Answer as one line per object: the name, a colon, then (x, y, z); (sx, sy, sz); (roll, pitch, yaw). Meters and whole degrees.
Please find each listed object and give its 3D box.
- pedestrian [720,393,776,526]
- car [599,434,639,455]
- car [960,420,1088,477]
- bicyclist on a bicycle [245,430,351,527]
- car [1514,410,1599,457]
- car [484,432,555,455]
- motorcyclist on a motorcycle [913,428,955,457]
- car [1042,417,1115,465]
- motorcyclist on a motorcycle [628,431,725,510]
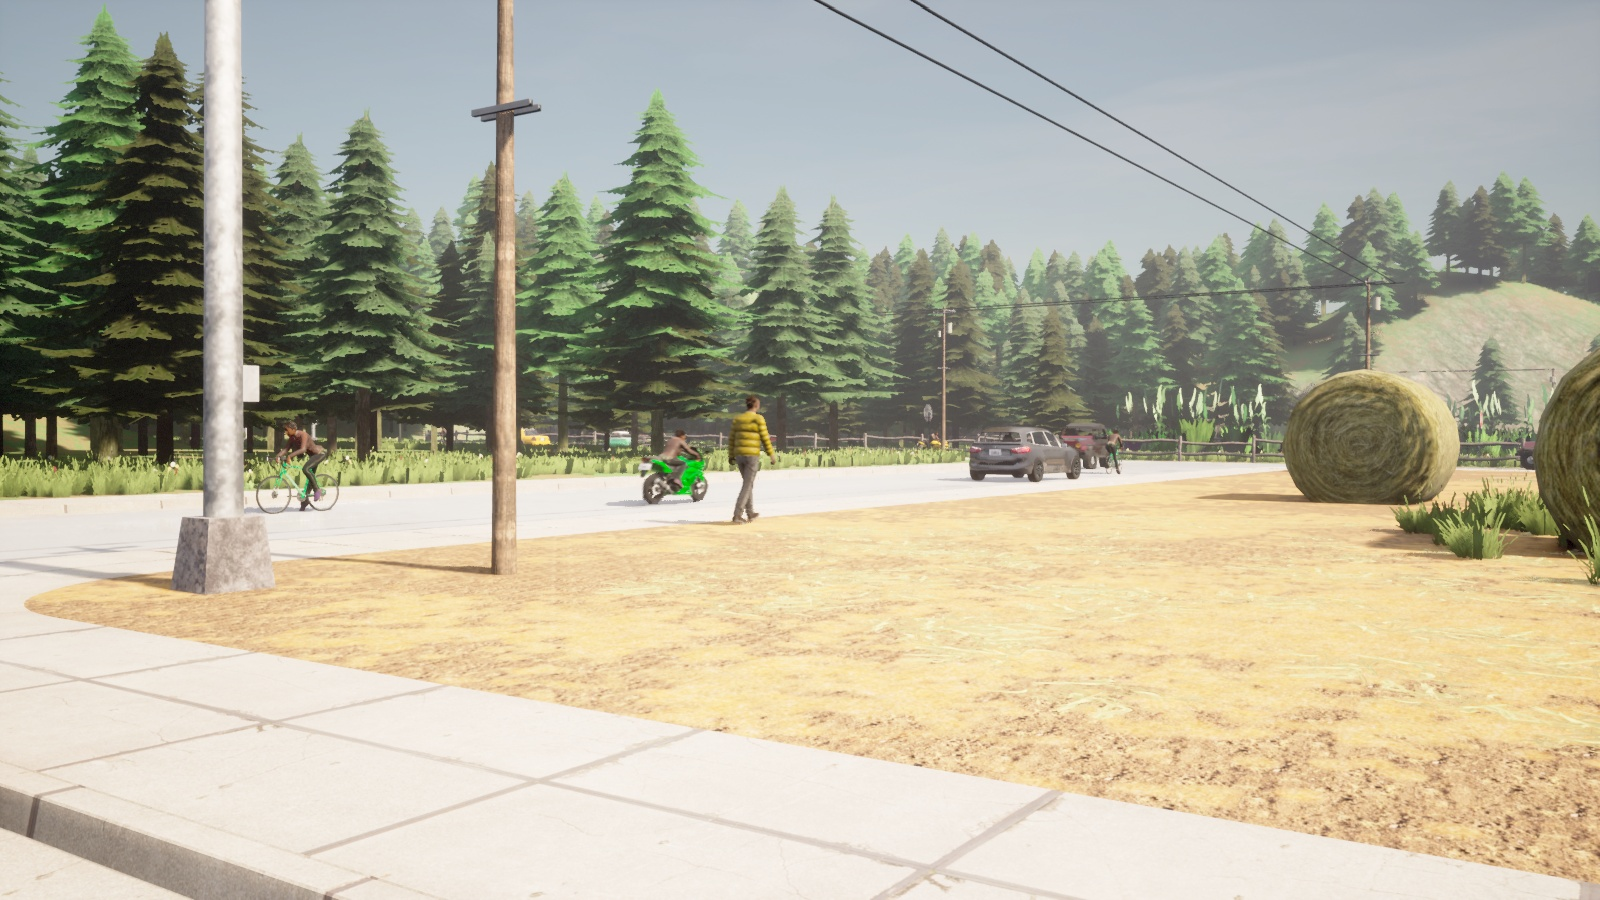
pedestrian: (-0.730, 0.127, 17.776); (0.431, 1.840, 0.709); (0, 1, 35)
car: (-12.129, -0.370, 84.176); (2.207, 1.376, 1.481); (0, 1, 36)
car: (7.061, -0.090, 39.193); (2.242, 1.667, 4.611); (0, 1, 34)
bicyclist on a bicycle: (-8.881, 0.477, 22.268); (0.582, 1.620, 1.656); (0, 1, 35)
car: (31.568, -0.664, 51.411); (3.866, 1.878, 1.905); (0, 1, 37)
car: (-20.108, -0.476, 89.932); (5.366, 1.575, 1.801); (0, 1, 36)
motorcyclist on a motorcycle: (7.018, -0.400, 65.786); (2.044, 1.523, 0.797); (0, 1, 37)
car: (11.557, -0.392, 51.943); (1.905, 1.878, 3.866); (0, 1, 29)
motorcyclist on a motorcycle: (-2.467, 0.379, 25.397); (0.797, 1.523, 2.044); (0, 1, 35)
